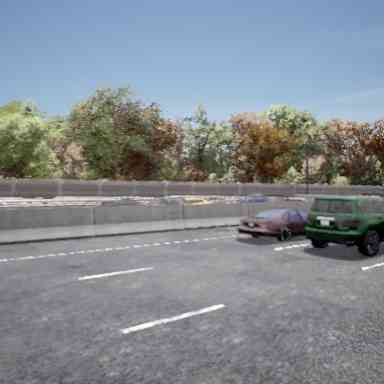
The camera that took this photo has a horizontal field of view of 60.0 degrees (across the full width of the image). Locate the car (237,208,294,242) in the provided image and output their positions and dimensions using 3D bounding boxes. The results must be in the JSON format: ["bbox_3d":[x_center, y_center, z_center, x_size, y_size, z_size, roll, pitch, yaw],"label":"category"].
[{"bbox_3d":[4.584,1.453,15.723,5.357,1.411,2.033,0,1,-36],"label":"car"}]

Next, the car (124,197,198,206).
[{"bbox_3d":[-2.183,1.163,23.902,4.553,1.767,2.097,0,0,-35],"label":"car"}]

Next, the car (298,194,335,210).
[{"bbox_3d":[15.182,1.129,40.504,4.553,1.767,2.097,0,1,-35],"label":"car"}]

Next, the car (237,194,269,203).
[{"bbox_3d":[8.111,1.066,44.078,4.553,1.767,2.097,0,1,-35],"label":"car"}]

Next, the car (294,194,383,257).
[{"bbox_3d":[6.745,1.158,12.966,5.566,2.045,2.150,0,1,-36],"label":"car"}]

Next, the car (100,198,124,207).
[{"bbox_3d":[-7.028,1.281,33.334,4.181,1.385,1.994,0,0,-35],"label":"car"}]

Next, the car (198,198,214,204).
[{"bbox_3d":[-0.296,1.256,29.527,5.008,1.535,1.882,0,0,-35],"label":"car"}]
